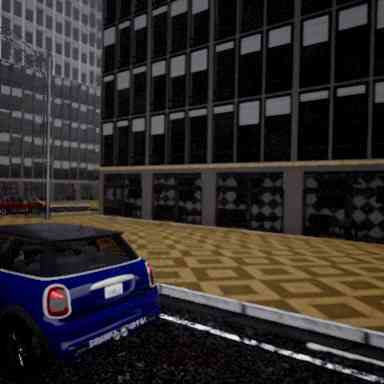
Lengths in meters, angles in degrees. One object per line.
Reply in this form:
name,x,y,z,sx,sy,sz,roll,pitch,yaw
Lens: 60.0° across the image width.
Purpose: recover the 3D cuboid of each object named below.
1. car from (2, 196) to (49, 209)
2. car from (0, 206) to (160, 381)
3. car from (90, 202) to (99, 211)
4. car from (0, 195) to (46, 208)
car,-20.377,1.281,40.942,1.752,1.417,4.829,1,0,37
car,-2.766,1.303,5.661,4.553,1.767,2.097,1,0,36
car,-10.083,1.544,40.760,1.752,1.417,4.829,1,0,37
car,-16.896,1.232,31.560,2.192,1.841,5.009,1,0,37
